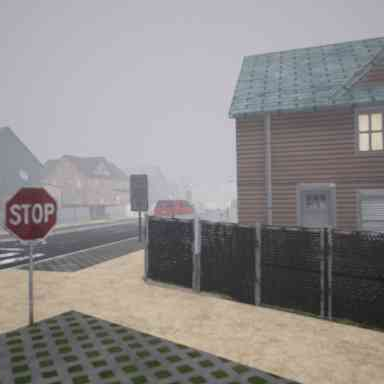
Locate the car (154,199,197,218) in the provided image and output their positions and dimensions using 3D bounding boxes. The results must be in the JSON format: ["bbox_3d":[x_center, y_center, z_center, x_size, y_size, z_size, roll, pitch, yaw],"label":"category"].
[{"bbox_3d":[-1.284,1.648,27.741,2.150,2.045,5.566,-1,-1,17],"label":"car"}]

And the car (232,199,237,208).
[{"bbox_3d":[8.593,2.281,59.576,2.150,2.045,5.566,-1,-2,17],"label":"car"}]
